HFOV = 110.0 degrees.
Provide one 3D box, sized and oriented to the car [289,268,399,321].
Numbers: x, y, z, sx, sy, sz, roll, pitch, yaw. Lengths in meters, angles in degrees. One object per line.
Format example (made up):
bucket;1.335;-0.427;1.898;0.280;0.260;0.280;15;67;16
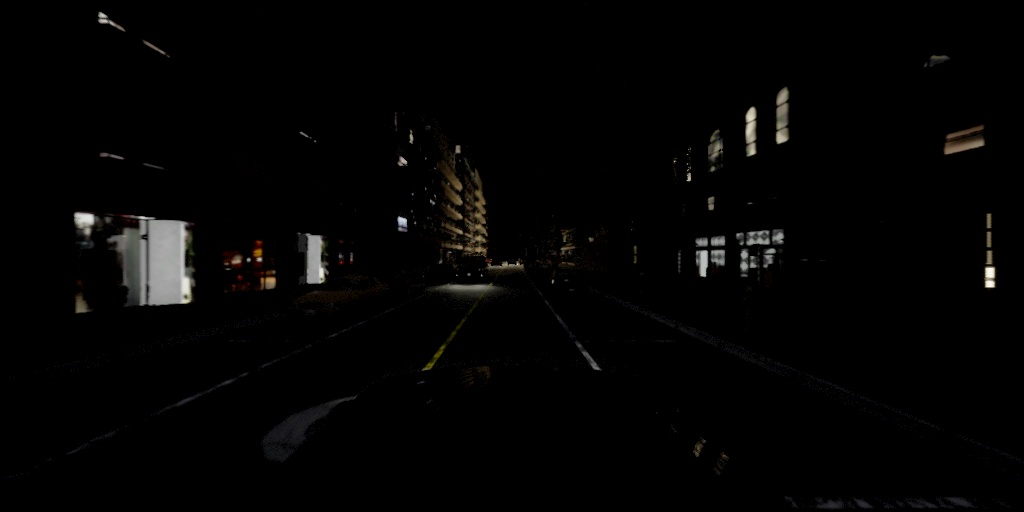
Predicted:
car;-5.689;1.276;12.492;1.751;1.417;4.829;0;0;0

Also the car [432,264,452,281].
car;-5.688;1.324;29.751;1.948;1.339;4.313;0;0;0

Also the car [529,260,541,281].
car;2.693;1.303;29.747;1.888;1.381;4.507;0;0;0

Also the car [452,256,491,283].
car;-3.094;0.979;28.588;2.150;2.045;5.566;0;0;0

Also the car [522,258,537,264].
car;2.694;1.322;46.838;1.888;1.381;4.507;0;0;0

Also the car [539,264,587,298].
car;2.693;1.302;18.356;2.007;1.370;4.403;0;0;0

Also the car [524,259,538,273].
car;2.693;1.351;41.141;1.802;1.307;4.207;0;0;0

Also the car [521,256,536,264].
car;3.004;1.018;57.878;2.150;2.045;5.566;0;0;0

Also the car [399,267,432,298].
car;-5.688;1.297;18.359;1.888;1.381;4.507;0;0;0
